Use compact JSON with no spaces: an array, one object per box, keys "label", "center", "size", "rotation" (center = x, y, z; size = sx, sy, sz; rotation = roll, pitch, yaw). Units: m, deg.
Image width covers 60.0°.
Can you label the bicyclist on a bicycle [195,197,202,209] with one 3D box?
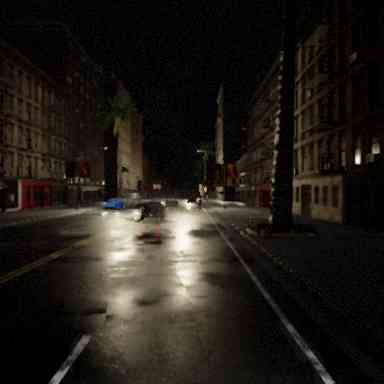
[{"label":"bicyclist on a bicycle","center":[0.917,1.565,47.552],"size":[0.866,1.612,1.509],"rotation":[0,0,0]}]

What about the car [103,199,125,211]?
[{"label":"car","center":[-9.822,1.582,42.232],"size":[1.882,1.535,5.008],"rotation":[0,0,0]}]

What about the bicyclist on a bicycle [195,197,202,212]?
[{"label":"bicyclist on a bicycle","center":[0.903,1.534,36.777],"size":[0.582,1.620,1.656],"rotation":[0,-1,0]}]

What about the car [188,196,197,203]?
[{"label":"car","center":[0.018,1.842,74.990],"size":[1.994,1.385,4.181],"rotation":[0,0,0]}]

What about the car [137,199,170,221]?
[{"label":"car","center":[-3.144,1.571,27.798],"size":[1.812,1.442,4.674],"rotation":[0,0,0]}]

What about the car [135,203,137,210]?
[{"label":"car","center":[-6.564,1.719,45.289],"size":[1.895,1.301,4.718],"rotation":[0,0,0]}]

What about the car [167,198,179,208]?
[{"label":"car","center":[-3.137,1.638,51.230],"size":[2.128,1.511,4.902],"rotation":[0,0,0]}]

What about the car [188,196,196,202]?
[{"label":"car","center":[0.021,1.852,85.259],"size":[1.837,1.490,4.892],"rotation":[0,0,0]}]
